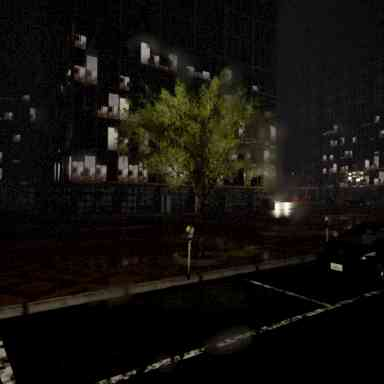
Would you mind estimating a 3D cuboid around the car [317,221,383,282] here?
[{"bbox_3d":[5.562,1.574,9.827,4.313,1.339,1.947,0,1,-34],"label":"car"}]

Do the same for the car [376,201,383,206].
[{"bbox_3d":[36.947,1.893,62.197,1.752,1.417,4.829,1,-1,-20],"label":"car"}]

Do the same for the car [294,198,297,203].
[{"bbox_3d":[27.361,2.127,88.294,1.802,1.307,4.206,1,-1,-20],"label":"car"}]

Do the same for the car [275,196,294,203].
[{"bbox_3d":[21.905,1.799,80.305,1.967,1.590,4.097,1,-1,-20],"label":"car"}]

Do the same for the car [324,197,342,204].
[{"bbox_3d":[27.688,1.691,64.558,1.967,1.590,4.097,1,-1,-20],"label":"car"}]

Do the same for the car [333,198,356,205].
[{"bbox_3d":[33.148,1.989,72.540,2.008,1.369,4.403,1,-1,-20],"label":"car"}]

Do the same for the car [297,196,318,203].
[{"bbox_3d":[29.294,1.824,83.046,2.192,1.841,5.009,1,-1,-20],"label":"car"}]

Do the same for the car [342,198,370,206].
[{"bbox_3d":[29.614,1.766,59.307,2.008,1.369,4.403,1,-1,-20],"label":"car"}]
